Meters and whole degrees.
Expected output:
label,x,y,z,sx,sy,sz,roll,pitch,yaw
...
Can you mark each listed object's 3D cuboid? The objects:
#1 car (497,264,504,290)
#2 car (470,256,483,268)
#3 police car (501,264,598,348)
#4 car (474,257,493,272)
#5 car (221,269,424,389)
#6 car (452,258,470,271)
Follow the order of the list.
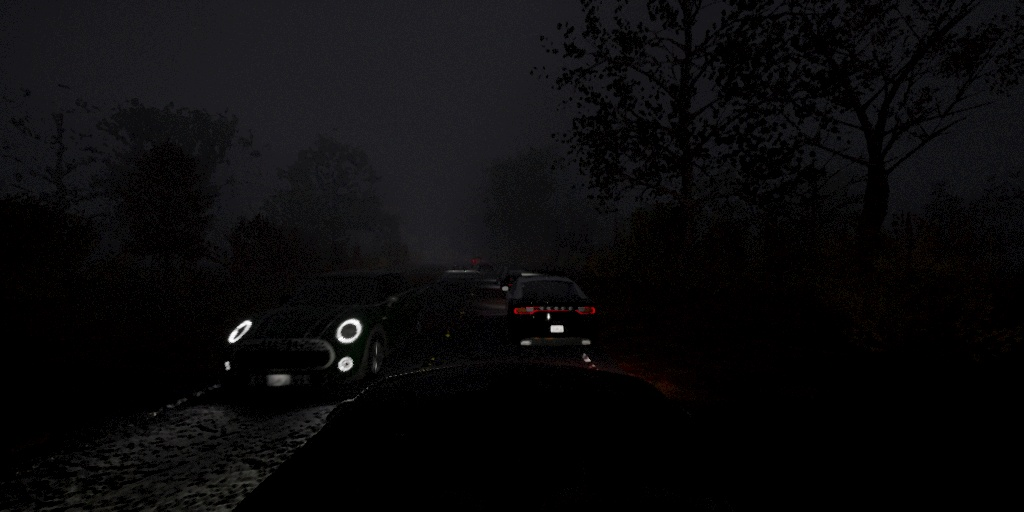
label,x,y,z,sx,sy,sz,roll,pitch,yaw
car,0.312,1.268,19.311,1.812,1.442,4.674,0,0,-4
car,-5.994,0.944,60.674,2.150,2.045,5.566,0,0,-12
police car,0.774,1.172,9.352,1.930,1.638,5.238,0,0,-2
car,-3.581,1.207,47.117,1.882,1.535,5.008,0,0,-9
car,-3.231,1.100,7.132,2.097,1.767,4.553,0,0,-1
car,-7.110,1.256,48.970,1.812,1.442,4.674,0,0,-9
